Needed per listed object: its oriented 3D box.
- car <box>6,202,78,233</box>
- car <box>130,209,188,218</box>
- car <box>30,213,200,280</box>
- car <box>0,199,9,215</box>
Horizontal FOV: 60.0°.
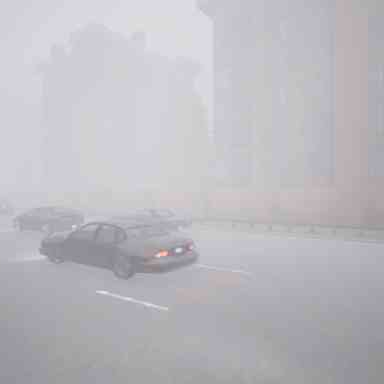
[{"bbox_3d":[-7.921,1.505,18.241,4.892,1.490,1.837,0,0,36],"label":"car"},{"bbox_3d":[-2.415,1.601,18.612,4.718,1.301,1.895,0,0,36],"label":"car"},{"bbox_3d":[-2.366,1.547,9.979,5.357,1.411,2.033,0,0,36],"label":"car"},{"bbox_3d":[-17.740,1.353,29.542,4.553,1.767,2.097,0,0,36],"label":"car"}]
